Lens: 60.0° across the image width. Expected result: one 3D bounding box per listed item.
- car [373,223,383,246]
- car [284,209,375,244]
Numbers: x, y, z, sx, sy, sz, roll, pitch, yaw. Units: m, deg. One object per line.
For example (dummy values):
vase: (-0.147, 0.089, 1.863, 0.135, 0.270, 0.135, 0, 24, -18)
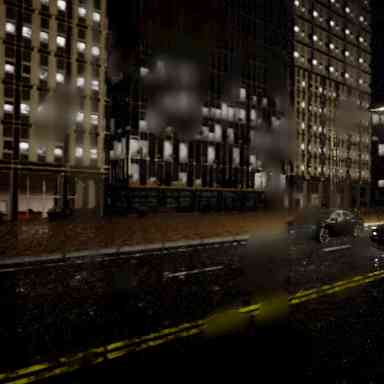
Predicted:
car: (10.177, 1.657, 14.974, 5.357, 1.411, 2.033, 0, 0, -36)
car: (6.569, 1.596, 16.387, 4.902, 1.511, 2.128, 1, 0, -36)
